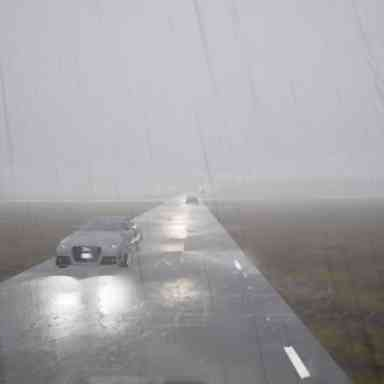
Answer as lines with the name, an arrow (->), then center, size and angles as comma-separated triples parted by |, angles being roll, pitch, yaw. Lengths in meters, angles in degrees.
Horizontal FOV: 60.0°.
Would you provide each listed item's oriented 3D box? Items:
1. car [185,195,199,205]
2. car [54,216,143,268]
car -> -0.016, 1.160, 50.605 | 1.837, 1.490, 4.892 | 0, 1, 0
car -> -2.827, 1.509, 10.925 | 1.994, 1.385, 4.181 | 0, 0, 0
